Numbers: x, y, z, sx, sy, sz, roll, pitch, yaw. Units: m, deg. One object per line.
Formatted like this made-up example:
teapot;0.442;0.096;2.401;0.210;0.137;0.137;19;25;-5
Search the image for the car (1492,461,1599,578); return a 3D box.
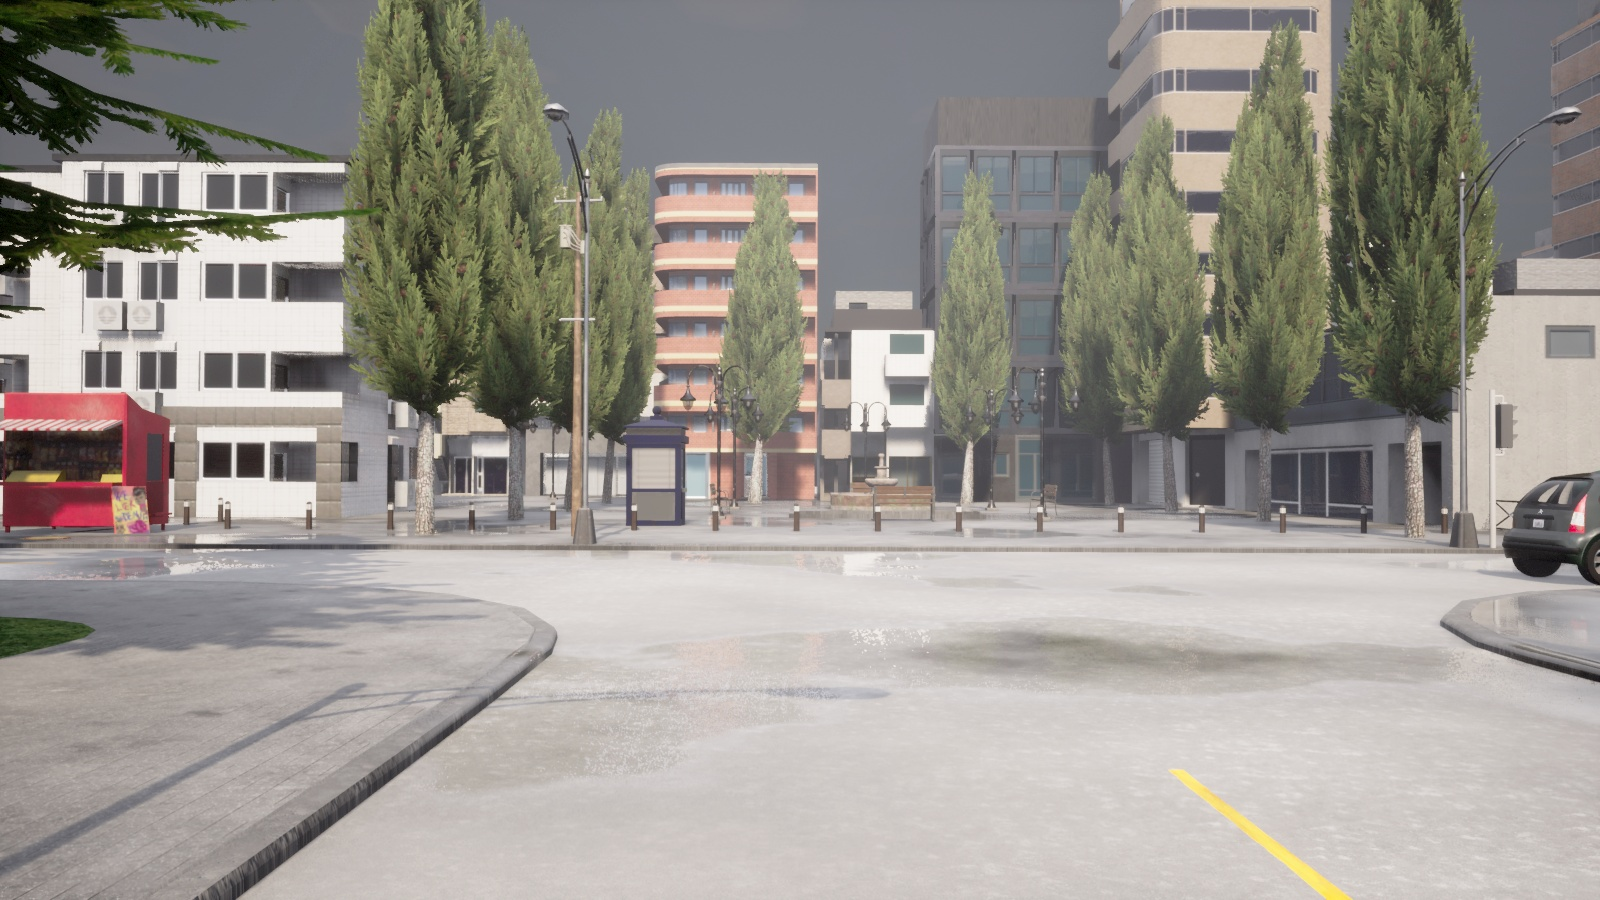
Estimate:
car;12.655;0.971;18.445;3.988;1.617;1.851;0;-1;-4
